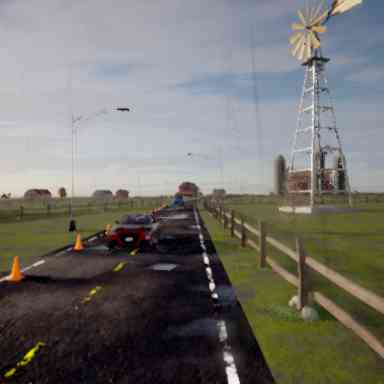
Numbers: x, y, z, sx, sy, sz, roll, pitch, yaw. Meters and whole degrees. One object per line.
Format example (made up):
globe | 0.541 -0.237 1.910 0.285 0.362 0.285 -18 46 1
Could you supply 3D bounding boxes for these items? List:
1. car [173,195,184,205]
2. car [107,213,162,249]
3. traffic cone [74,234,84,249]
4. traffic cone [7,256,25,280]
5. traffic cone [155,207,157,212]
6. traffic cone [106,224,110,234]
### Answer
car | -2.901 1.741 70.364 2.150 2.045 5.566 0 -1 -7
car | -2.470 1.674 15.069 1.994 1.385 4.181 0 0 0
traffic cone | -4.742 2.060 13.958 0.340 0.580 0.340 0 0 0
traffic cone | -4.734 2.026 8.958 0.340 0.580 0.340 0 0 0
traffic cone | -4.793 2.280 43.960 0.340 0.580 0.340 0 0 0
traffic cone | -4.750 2.095 18.958 0.340 0.580 0.340 0 0 0
